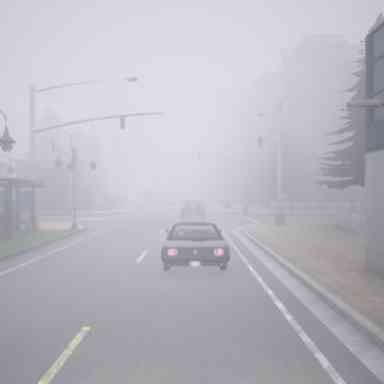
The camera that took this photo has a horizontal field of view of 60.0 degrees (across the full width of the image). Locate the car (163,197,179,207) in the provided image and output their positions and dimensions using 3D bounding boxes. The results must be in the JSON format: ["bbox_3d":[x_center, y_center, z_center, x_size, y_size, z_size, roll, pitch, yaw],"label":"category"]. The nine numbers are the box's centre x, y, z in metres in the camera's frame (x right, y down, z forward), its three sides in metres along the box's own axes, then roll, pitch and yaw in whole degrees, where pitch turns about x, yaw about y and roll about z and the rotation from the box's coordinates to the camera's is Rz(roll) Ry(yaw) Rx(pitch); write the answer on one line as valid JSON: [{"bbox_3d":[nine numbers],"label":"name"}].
[{"bbox_3d":[-3.565,1.588,53.776,1.812,1.442,4.674,0,0,0],"label":"car"}]

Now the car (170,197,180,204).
[{"bbox_3d":[-3.496,1.675,69.173,1.895,1.301,4.718,0,0,0],"label":"car"}]

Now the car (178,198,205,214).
[{"bbox_3d":[0.088,1.390,30.757,2.097,1.767,4.553,0,0,0],"label":"car"}]

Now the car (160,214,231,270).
[{"bbox_3d":[0.070,1.614,10.990,1.895,1.301,4.718,0,0,-1],"label":"car"}]
